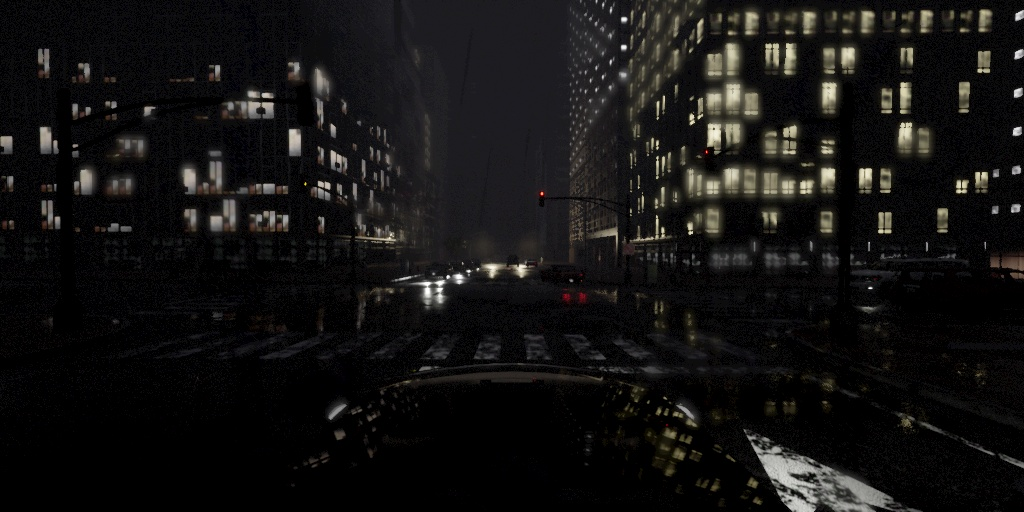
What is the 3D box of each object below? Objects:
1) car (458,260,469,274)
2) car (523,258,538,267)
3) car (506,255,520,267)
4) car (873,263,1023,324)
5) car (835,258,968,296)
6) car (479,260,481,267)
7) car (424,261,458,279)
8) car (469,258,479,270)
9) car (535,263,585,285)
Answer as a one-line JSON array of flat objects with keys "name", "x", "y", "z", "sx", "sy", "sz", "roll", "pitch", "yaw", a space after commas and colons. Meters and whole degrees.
[{"name": "car", "x": -6.492, "y": 1.326, "z": 41.600, "sx": 1.895, "sy": 1.301, "sz": 4.718, "roll": 0, "pitch": 0, "yaw": 0}, {"name": "car", "x": 3.521, "y": 1.194, "z": 63.657, "sx": 2.128, "sy": 1.511, "sz": 4.902, "roll": 0, "pitch": 0, "yaw": 0}, {"name": "car", "x": 0.171, "y": 0.925, "z": 62.845, "sx": 2.150, "sy": 2.045, "sz": 5.566, "roll": 0, "pitch": 0, "yaw": 0}, {"name": "car", "x": 16.220, "y": 1.282, "z": 12.403, "sx": 5.009, "sy": 1.841, "sz": 2.192, "roll": 0, "pitch": 0, "yaw": 1}, {"name": "car", "x": 19.779, "y": 1.128, "z": 18.104, "sx": 5.566, "sy": 2.045, "sz": 2.150, "roll": 1, "pitch": 1, "yaw": 1}, {"name": "car", "x": -6.392, "y": 1.182, "z": 61.711, "sx": 1.882, "sy": 1.535, "sz": 5.008, "roll": 0, "pitch": 0, "yaw": 1}, {"name": "car", "x": -6.519, "y": 1.225, "z": 32.319, "sx": 2.128, "sy": 1.511, "sz": 4.902, "roll": 0, "pitch": 0, "yaw": 0}, {"name": "car", "x": -6.457, "y": 1.263, "z": 51.371, "sx": 2.033, "sy": 1.411, "sz": 5.357, "roll": 0, "pitch": 0, "yaw": 0}, {"name": "car", "x": 3.420, "y": 1.326, "z": 25.515, "sx": 1.895, "sy": 1.301, "sz": 4.718, "roll": 0, "pitch": 0, "yaw": -12}]
